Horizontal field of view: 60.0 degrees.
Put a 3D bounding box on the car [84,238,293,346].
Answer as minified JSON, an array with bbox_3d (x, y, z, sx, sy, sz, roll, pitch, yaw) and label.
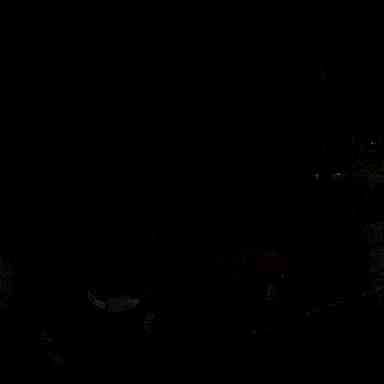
[{"bbox_3d":[0.153,1.582,6.287,4.206,1.307,1.802,0,0,-35],"label":"car"}]
